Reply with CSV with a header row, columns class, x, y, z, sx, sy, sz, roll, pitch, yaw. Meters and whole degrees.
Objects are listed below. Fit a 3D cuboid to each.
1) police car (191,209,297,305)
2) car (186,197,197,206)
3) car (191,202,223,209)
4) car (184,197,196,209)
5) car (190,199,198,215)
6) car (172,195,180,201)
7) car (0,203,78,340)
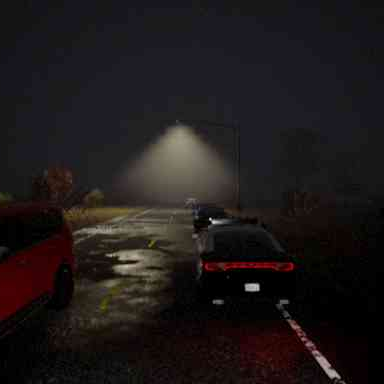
class,x,y,z,sx,sy,sz,roll,pitch,yaw
police car,1.033,1.445,8.317,1.930,1.638,5.238,0,0,0
car,-0.129,1.586,59.046,1.812,1.442,4.674,0,0,0
car,1.013,1.543,18.207,1.837,1.490,4.892,0,0,0
car,-0.061,1.554,45.712,2.128,1.511,4.902,0,0,0
car,1.001,1.524,24.209,1.882,1.535,5.008,0,0,0
car,-4.257,1.527,86.989,1.837,1.490,4.892,0,0,-2
car,-3.511,1.234,4.927,2.150,2.045,5.566,0,0,0
